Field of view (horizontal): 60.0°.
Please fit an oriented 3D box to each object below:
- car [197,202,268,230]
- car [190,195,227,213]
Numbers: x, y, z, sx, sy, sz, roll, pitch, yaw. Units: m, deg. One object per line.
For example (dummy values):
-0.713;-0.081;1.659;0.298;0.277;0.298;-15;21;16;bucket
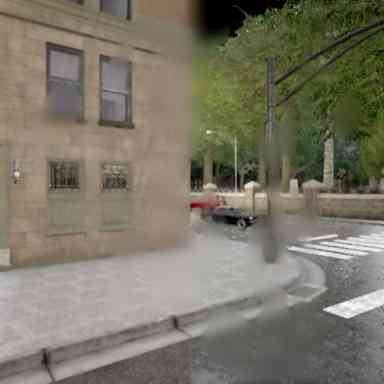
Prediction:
2.606;1.506;20.416;1.895;1.301;4.718;0;0;-35;car
1.359;1.172;32.358;2.192;1.841;5.009;0;0;-35;car
